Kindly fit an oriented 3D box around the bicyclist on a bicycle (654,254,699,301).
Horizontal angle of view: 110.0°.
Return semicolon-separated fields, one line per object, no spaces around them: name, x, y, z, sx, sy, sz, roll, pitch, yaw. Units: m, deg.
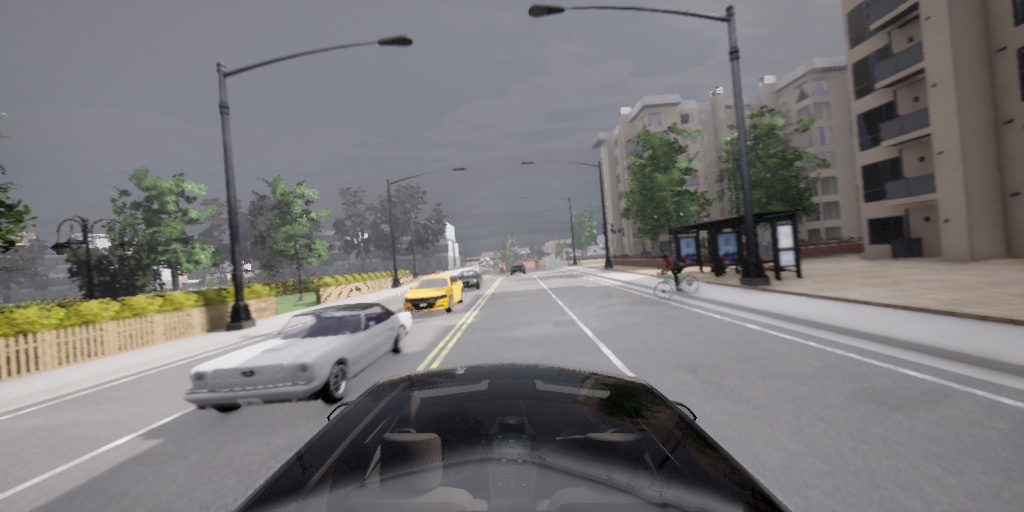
bicyclist on a bicycle;5.800;0.700;12.890;1.656;1.620;0.582;-14;-1;1

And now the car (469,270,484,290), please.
car;-3.205;1.760;26.229;1.994;1.385;4.181;-5;0;1

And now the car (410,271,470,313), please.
car;-3.384;1.615;16.250;1.882;1.535;5.008;-5;0;1

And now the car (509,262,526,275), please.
car;0.738;1.545;44.686;1.837;1.490;4.892;-5;-1;1

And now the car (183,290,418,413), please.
car;-3.529;1.683;7.056;1.895;1.301;4.718;-5;0;1
